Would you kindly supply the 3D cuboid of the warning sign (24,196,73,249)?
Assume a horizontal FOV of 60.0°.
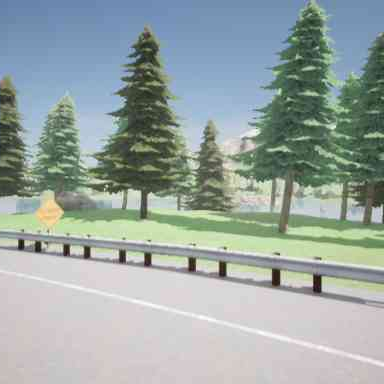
[{"bbox_3d":[-5.401,1.089,12.571,1.060,1.860,1.300,0,0,29],"label":"warning sign"}]
